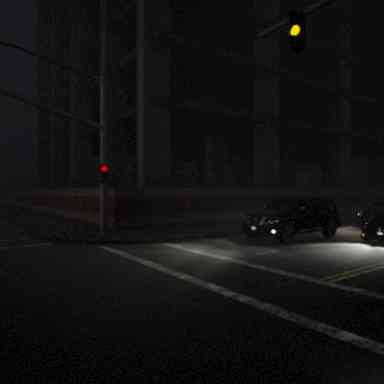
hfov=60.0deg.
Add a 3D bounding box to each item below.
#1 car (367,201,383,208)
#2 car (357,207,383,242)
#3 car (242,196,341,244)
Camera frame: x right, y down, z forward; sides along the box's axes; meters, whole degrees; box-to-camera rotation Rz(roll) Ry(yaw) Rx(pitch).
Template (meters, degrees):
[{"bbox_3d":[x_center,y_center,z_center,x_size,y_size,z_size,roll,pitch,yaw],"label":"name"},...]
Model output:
[{"bbox_3d":[12.714,1.340,21.643,4.553,1.767,2.097,0,0,-35],"label":"car"},{"bbox_3d":[9.490,1.556,15.035,4.181,1.385,1.994,0,0,-35],"label":"car"},{"bbox_3d":[4.935,1.214,16.091,5.566,2.045,2.150,0,0,-35],"label":"car"}]
